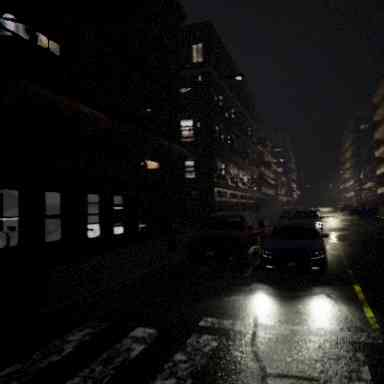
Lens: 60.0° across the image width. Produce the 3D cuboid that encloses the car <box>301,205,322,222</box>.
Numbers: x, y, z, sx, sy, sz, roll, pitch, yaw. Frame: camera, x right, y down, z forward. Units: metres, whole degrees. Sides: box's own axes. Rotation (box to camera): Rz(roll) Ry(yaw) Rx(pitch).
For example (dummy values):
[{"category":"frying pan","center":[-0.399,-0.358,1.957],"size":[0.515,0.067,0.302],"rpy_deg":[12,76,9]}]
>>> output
[{"category":"car","center":[13.830,2.417,38.422],"size":[2.097,1.767,4.553],"rpy_deg":[-3,-2,21]}]

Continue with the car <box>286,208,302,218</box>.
[{"category":"car","center":[15.263,3.044,49.608],"size":[1.947,1.339,4.313],"rpy_deg":[-2,-2,21]}]

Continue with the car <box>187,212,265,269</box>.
[{"category":"car","center":[1.472,1.756,13.152],"size":[2.192,1.841,5.009],"rpy_deg":[-2,-2,21]}]

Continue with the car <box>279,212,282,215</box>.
[{"category":"car","center":[11.324,2.748,39.189],"size":[1.947,1.339,4.313],"rpy_deg":[-2,-2,21]}]

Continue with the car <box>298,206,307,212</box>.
[{"category":"car","center":[25.111,3.803,75.653],"size":[1.802,1.307,4.206],"rpy_deg":[-2,-2,21]}]

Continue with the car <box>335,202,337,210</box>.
[{"category":"car","center":[30.956,3.002,67.465],"size":[2.192,1.841,5.009],"rpy_deg":[-2,-2,21]}]

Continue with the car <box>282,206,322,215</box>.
[{"category":"car","center":[7.235,1.927,21.112],"size":[2.097,1.767,4.553],"rpy_deg":[-3,-3,21]}]

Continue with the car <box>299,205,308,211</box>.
[{"category":"car","center":[27.080,3.952,80.863],"size":[1.802,1.307,4.206],"rpy_deg":[-2,-2,21]}]

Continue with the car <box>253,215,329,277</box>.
[{"category":"car","center":[3.604,1.779,11.499],"size":[1.882,1.535,5.008],"rpy_deg":[-3,-2,21]}]

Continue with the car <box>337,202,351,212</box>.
[{"category":"car","center":[28.986,2.853,62.257],"size":[2.192,1.841,5.009],"rpy_deg":[-2,-2,21]}]

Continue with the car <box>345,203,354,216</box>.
[{"category":"car","center":[23.082,2.637,46.620],"size":[1.887,1.381,4.507],"rpy_deg":[-2,-2,21]}]

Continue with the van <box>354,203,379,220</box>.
[{"category":"van","center":[19.139,2.137,36.211],"size":[1.690,1.788,3.998],"rpy_deg":[-2,-2,21]}]

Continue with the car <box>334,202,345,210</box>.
[{"category":"car","center":[36.865,3.448,83.094],"size":[2.192,1.841,5.009],"rpy_deg":[-2,-2,21]}]

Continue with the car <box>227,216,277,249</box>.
[{"category":"car","center":[3.446,2.134,18.354],"size":[1.887,1.381,4.507],"rpy_deg":[-2,-2,21]}]

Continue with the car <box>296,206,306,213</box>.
[{"category":"car","center":[23.141,3.617,70.446],"size":[1.887,1.381,4.507],"rpy_deg":[-2,-2,21]}]
